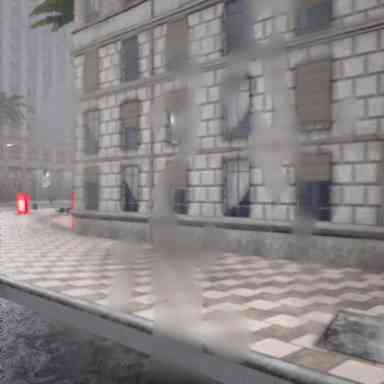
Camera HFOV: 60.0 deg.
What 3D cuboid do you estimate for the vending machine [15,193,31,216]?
[{"bbox_3d":[-15.651,1.169,30.878,1.100,2.100,0.880,0,0,-10],"label":"vending machine"}]
